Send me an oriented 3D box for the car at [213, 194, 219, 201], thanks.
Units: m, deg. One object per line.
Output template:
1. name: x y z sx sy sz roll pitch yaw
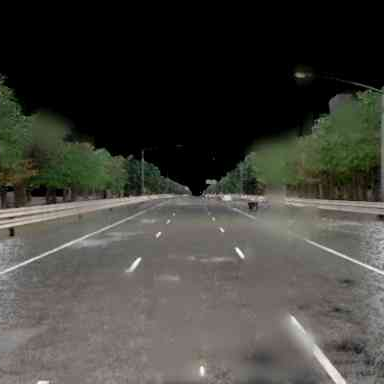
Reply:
1. car: 7.089 1.220 83.408 2.097 1.767 4.553 0 0 0

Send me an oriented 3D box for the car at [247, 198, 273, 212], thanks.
1. car: 7.504 1.413 37.003 2.128 1.511 4.902 0 0 -5

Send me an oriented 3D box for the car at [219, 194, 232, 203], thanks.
1. car: 7.037 1.370 67.350 1.812 1.442 4.674 0 0 0
